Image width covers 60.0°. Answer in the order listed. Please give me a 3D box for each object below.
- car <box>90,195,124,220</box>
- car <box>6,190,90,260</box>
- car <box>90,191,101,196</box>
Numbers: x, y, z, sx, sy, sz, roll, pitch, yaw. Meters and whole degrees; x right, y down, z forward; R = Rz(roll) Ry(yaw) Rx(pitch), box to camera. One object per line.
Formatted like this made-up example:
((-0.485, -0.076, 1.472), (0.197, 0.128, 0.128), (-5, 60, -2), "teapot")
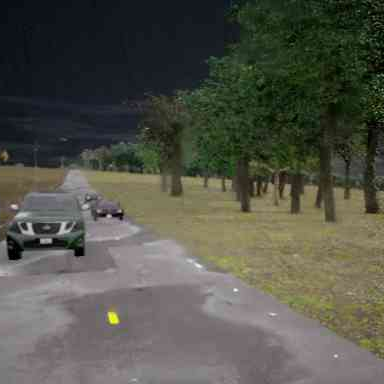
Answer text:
((-5.833, 1.146, 22.652), (1.895, 1.301, 4.718), (1, 1, -19), "car")
((-5.000, 0.970, 11.919), (2.150, 2.045, 5.566), (1, 1, -20), "car")
((-11.389, 0.571, 38.329), (1.895, 1.301, 4.718), (1, 2, -19), "car")
